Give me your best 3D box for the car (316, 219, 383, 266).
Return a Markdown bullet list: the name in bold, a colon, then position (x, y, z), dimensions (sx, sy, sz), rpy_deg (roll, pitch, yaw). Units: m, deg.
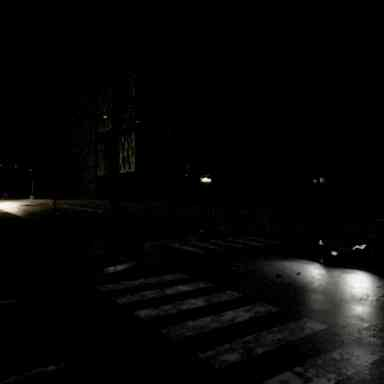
- **car**: position (6.536, 1.728, 12.194), dimensions (4.674, 1.442, 1.812), rpy_deg (1, 0, -35)
